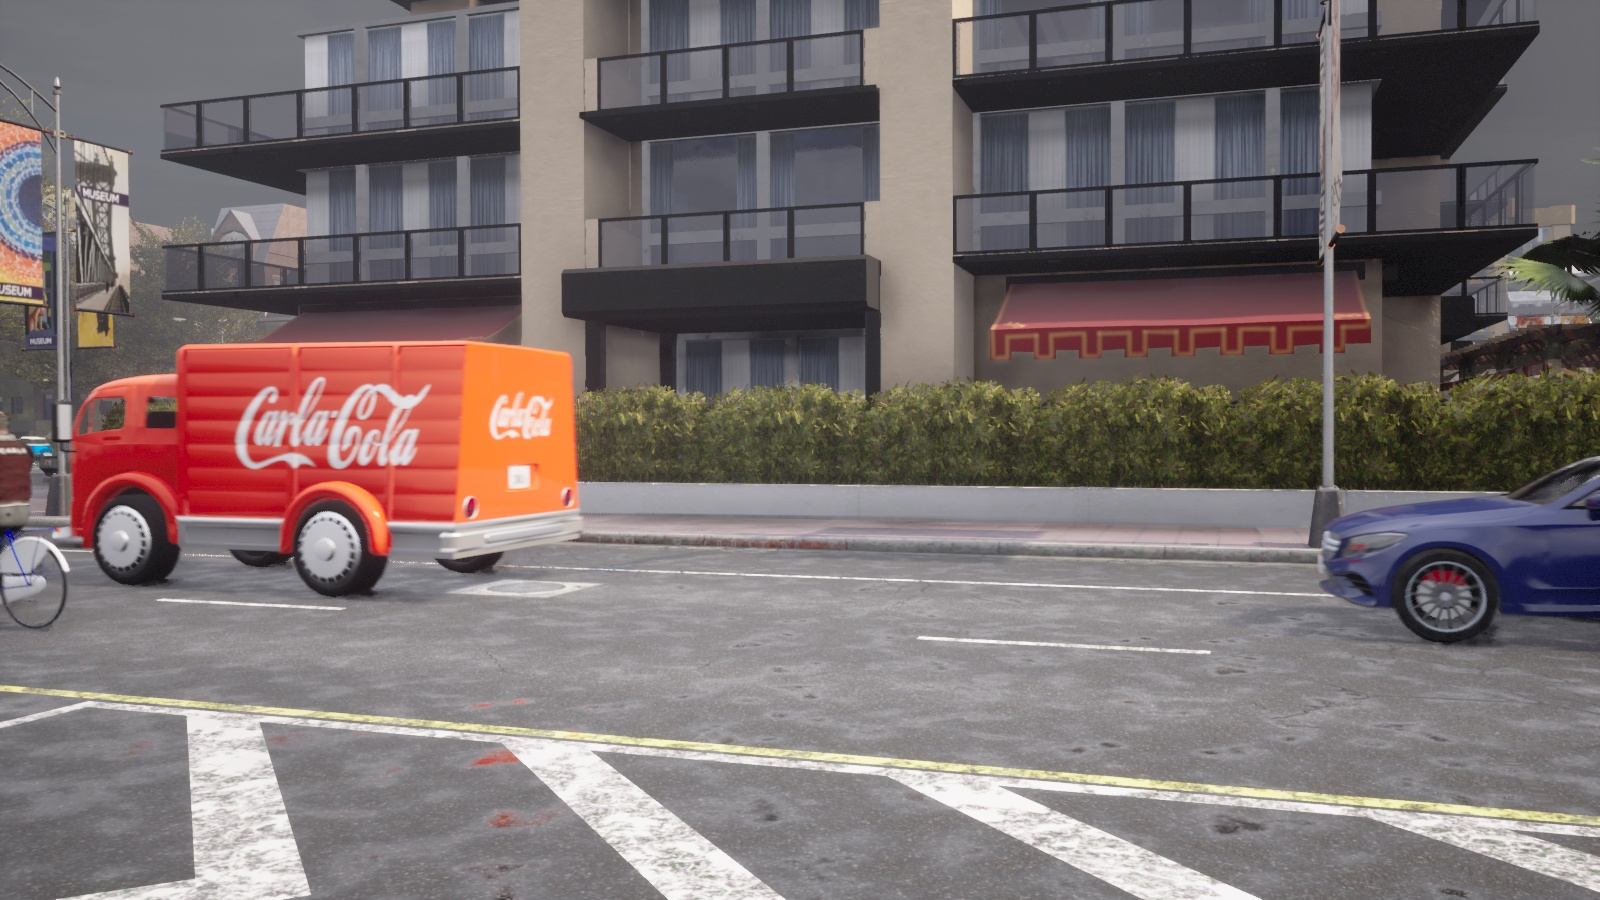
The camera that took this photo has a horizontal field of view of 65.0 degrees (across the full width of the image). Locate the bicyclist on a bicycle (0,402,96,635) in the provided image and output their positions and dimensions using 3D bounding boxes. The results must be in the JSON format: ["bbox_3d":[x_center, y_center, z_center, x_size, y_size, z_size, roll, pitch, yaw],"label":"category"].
[{"bbox_3d":[-6.685,0.510,10.159,1.843,1.776,0.659,1,1,19],"label":"bicyclist on a bicycle"}]

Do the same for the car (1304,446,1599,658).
[{"bbox_3d":[6.378,0.725,9.458,4.674,1.442,1.812,1,1,18],"label":"car"}]

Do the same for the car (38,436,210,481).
[{"bbox_3d":[-21.097,0.216,39.430,1.895,1.301,4.718,1,1,18],"label":"car"}]

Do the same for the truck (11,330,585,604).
[{"bbox_3d":[-5.250,0.107,13.364,5.204,2.467,2.627,1,1,19],"label":"truck"}]

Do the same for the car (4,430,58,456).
[{"bbox_3d":[-42.811,-0.398,69.893,2.207,1.376,1.481,1,1,19],"label":"car"}]
